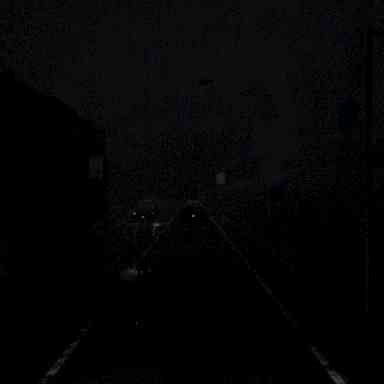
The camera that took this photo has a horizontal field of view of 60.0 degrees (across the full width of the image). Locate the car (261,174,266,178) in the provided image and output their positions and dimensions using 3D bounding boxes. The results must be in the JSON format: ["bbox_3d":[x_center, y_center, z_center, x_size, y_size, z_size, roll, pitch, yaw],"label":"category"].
[{"bbox_3d":[21.284,-4.239,91.874,2.185,1.767,4.553,0,1,-1],"label":"car"}]

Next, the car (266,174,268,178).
[{"bbox_3d":[21.406,-4.020,86.201,2.002,1.452,4.674,0,1,-1],"label":"car"}]

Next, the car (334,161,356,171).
[{"bbox_3d":[22.932,-3.693,47.667,2.185,1.767,4.553,0,1,-5],"label":"car"}]

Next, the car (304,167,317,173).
[{"bbox_3d":[22.115,-3.707,58.710,2.002,1.452,4.674,0,1,-2],"label":"car"}]

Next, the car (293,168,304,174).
[{"bbox_3d":[21.884,-3.832,64.252,2.231,1.521,4.892,0,1,-1],"label":"car"}]

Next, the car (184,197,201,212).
[{"bbox_3d":[0.083,1.491,42.020,2.097,1.767,4.553,0,-1,0],"label":"car"}]

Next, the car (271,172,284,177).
[{"bbox_3d":[21.523,-4.133,80.708,2.185,1.767,4.553,0,1,-1],"label":"car"}]

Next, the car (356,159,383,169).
[{"bbox_3d":[23.550,-3.445,41.976,2.163,1.488,4.792,0,1,-6],"label":"car"}]

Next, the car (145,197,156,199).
[{"bbox_3d":[-8.375,1.958,67.872,2.150,2.045,5.566,0,-2,-21],"label":"car"}]

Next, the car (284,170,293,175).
[{"bbox_3d":[21.757,-3.899,69.770,2.231,1.521,4.892,0,1,-1],"label":"car"}]

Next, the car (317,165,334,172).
[{"bbox_3d":[22.465,-3.657,53.173,2.097,1.535,5.008,0,1,-4],"label":"car"}]

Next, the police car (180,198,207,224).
[{"bbox_3d":[0.107,1.471,25.582,1.930,1.638,5.238,0,0,0],"label":"police car"}]

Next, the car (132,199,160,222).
[{"bbox_3d":[-3.592,1.574,26.787,1.812,1.442,4.674,0,0,0],"label":"car"}]
